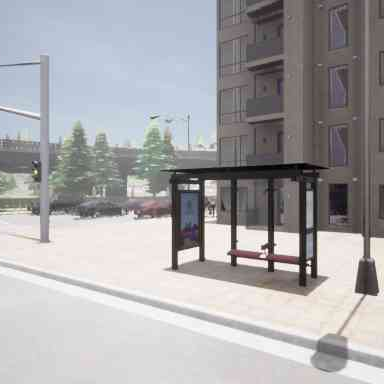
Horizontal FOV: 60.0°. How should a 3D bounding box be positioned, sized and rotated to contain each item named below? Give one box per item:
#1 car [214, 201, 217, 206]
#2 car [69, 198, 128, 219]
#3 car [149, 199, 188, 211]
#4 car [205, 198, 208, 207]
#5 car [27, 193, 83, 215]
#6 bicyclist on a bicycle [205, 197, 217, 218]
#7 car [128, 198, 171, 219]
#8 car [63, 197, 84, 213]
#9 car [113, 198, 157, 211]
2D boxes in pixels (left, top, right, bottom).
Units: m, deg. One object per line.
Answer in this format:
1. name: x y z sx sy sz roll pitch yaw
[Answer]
1. car: 5.404 1.449 46.757 4.892 1.490 1.837 0 0 -29
2. car: -7.605 1.449 28.442 1.837 1.490 4.892 0 0 36
3. car: -2.825 1.545 40.301 1.895 1.301 4.718 0 0 43
4. car: 0.151 1.297 47.392 4.553 1.767 2.097 0 0 -34
5. car: -13.208 1.166 32.917 2.150 2.045 5.566 0 0 37
6. bicyclist on a bicycle: 1.336 1.245 26.619 1.656 1.620 0.582 0 0 36
7. car: -2.986 1.470 28.814 1.812 1.442 4.674 0 0 36
8. car: -9.276 1.492 32.367 2.033 1.411 5.357 0 0 37
9. car: -6.888 1.492 40.984 2.033 1.411 5.357 0 0 40
